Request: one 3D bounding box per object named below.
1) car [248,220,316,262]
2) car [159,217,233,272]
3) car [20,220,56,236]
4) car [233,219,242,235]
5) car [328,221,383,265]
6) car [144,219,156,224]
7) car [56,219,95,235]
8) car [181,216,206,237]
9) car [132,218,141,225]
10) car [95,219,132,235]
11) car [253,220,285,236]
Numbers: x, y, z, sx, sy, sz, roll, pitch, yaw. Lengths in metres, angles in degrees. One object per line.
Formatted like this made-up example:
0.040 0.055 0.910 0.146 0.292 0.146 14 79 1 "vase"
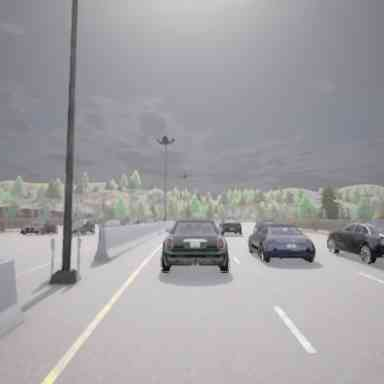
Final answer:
3.597 2.037 13.996 1.994 1.385 4.181 0 -3 0 "car"
0.097 1.719 12.133 2.097 1.767 4.553 0 -3 0 "car"
-14.105 3.316 30.904 1.994 1.385 4.181 0 -5 0 "car"
3.591 3.324 32.107 1.882 1.535 5.008 0 -4 0 "car"
7.097 1.923 13.275 2.128 1.511 4.902 0 -3 0 "car"
-9.176 6.658 74.129 2.033 1.411 5.357 -1 -5 8 "car"
-10.604 3.303 31.651 2.128 1.511 4.902 0 -5 0 "car"
0.092 3.035 30.027 2.097 1.767 4.553 0 -4 0 "car"
-12.745 6.583 73.966 2.128 1.511 4.902 -1 -5 8 "car"
-7.106 3.241 30.438 1.812 1.442 4.674 0 -5 0 "car"
7.092 3.341 31.206 1.994 1.385 4.181 0 -4 0 "car"
